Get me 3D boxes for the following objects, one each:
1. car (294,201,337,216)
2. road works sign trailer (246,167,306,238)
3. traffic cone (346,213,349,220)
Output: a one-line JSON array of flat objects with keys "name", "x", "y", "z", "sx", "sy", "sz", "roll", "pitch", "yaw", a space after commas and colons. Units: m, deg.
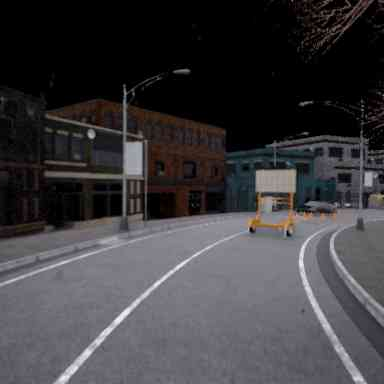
[{"name": "car", "x": 12.300, "y": 1.600, "z": 32.912, "sx": 5.357, "sy": 1.411, "sz": 2.033, "roll": 1, "pitch": 1, "yaw": -40}, {"name": "road works sign trailer", "x": 4.630, "y": 0.468, "z": 18.270, "sx": 2.380, "sy": 3.560, "sz": 2.880, "roll": 1, "pitch": 0, "yaw": 36}, {"name": "traffic cone", "x": 13.127, "y": 2.077, "z": 28.084, "sx": 0.340, "sy": 0.580, "sz": 0.340, "roll": 2, "pitch": 1, "yaw": 35}]
